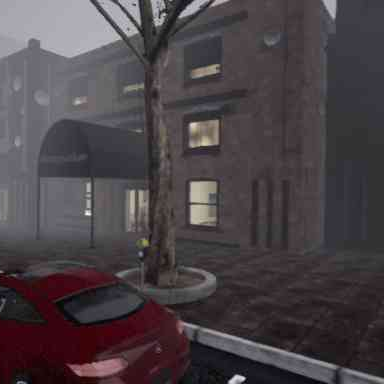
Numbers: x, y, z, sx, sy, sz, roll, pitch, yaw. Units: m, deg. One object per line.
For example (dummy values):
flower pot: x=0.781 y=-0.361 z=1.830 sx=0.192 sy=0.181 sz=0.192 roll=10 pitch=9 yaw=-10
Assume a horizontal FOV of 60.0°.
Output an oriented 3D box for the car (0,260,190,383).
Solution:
car: x=-1.968 y=1.583 z=4.305 sx=4.206 sy=1.307 sz=1.802 roll=0 pitch=1 yaw=36
